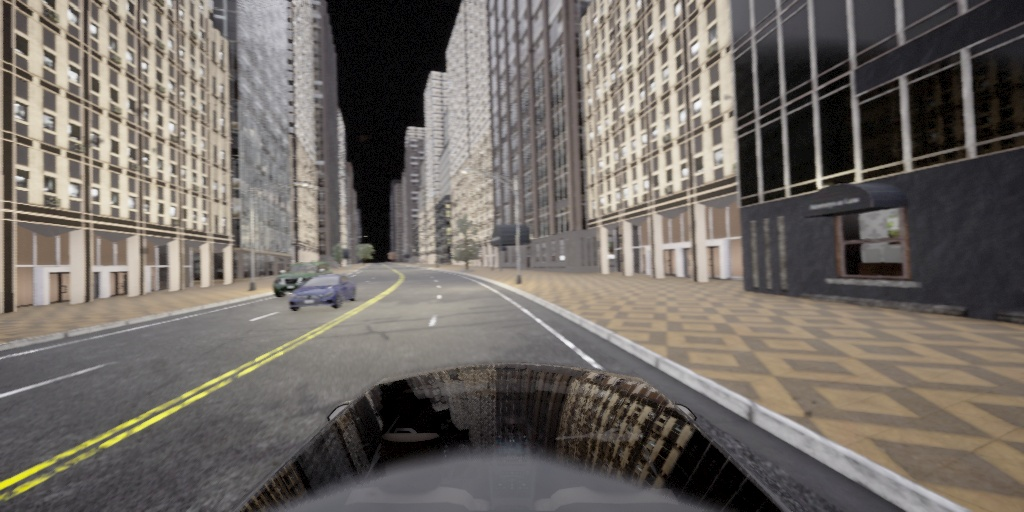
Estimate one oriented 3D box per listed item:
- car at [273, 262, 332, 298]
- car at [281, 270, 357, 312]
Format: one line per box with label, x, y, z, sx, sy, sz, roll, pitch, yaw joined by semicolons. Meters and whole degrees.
car;-13.086;1.426;22.937;2.150;2.045;5.566;-2;0;-12
car;-8.515;1.576;16.588;1.812;1.442;4.674;-2;0;-10
